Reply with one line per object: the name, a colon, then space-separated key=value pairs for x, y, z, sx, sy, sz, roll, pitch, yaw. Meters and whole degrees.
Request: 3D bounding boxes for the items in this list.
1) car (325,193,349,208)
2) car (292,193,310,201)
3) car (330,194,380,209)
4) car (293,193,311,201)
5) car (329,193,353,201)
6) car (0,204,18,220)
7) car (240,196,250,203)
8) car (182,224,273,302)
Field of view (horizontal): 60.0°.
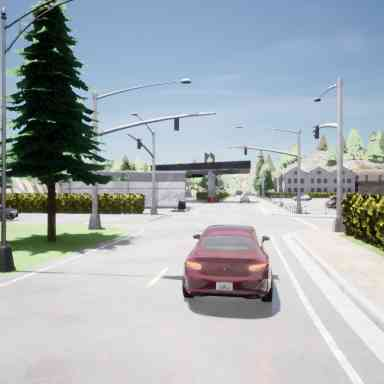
car: x=19.532 y=1.334 z=42.025 sx=5.027 sy=1.636 sz=2.152 roll=0 pitch=0 yaw=9
car: x=24.909 y=1.367 z=75.858 sx=3.806 sy=1.475 sz=1.970 roll=0 pitch=0 yaw=9
car: x=19.086 y=1.343 z=38.920 sx=4.514 sy=1.523 sz=2.007 roll=0 pitch=0 yaw=9
car: x=26.040 y=1.083 z=79.044 sx=3.866 sy=1.878 sz=1.905 roll=0 pitch=0 yaw=9
car: x=33.288 y=1.104 z=74.552 sx=4.605 sy=1.855 sz=1.932 roll=0 pitch=0 yaw=9
car: x=-16.206 y=1.493 z=26.272 sx=4.902 sy=1.511 sz=2.128 roll=0 pitch=0 yaw=9
car: x=10.854 y=1.531 z=68.067 sx=1.812 sy=1.442 sz=4.674 roll=0 pitch=0 yaw=10
car: x=0.941 y=1.526 z=8.240 sx=1.812 sy=1.442 sz=4.674 roll=0 pitch=0 yaw=9
